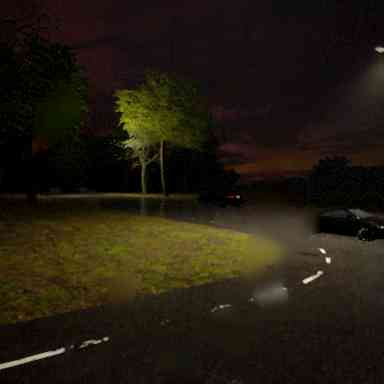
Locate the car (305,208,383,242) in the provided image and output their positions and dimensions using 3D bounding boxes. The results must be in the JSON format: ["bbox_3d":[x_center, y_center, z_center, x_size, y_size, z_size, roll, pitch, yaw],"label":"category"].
[{"bbox_3d":[7.665,1.484,16.096,1.994,1.385,4.181,-1,2,-35],"label":"car"}]

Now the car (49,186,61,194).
[{"bbox_3d":[-30.101,-0.505,72.833,2.097,1.767,4.553,-1,2,-28],"label":"car"}]

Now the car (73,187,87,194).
[{"bbox_3d":[-24.901,-0.372,73.786,2.128,1.511,4.902,-1,2,-35],"label":"car"}]

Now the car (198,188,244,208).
[{"bbox_3d":[2.958,0.558,34.734,2.150,2.045,5.566,-1,2,-35],"label":"car"}]
